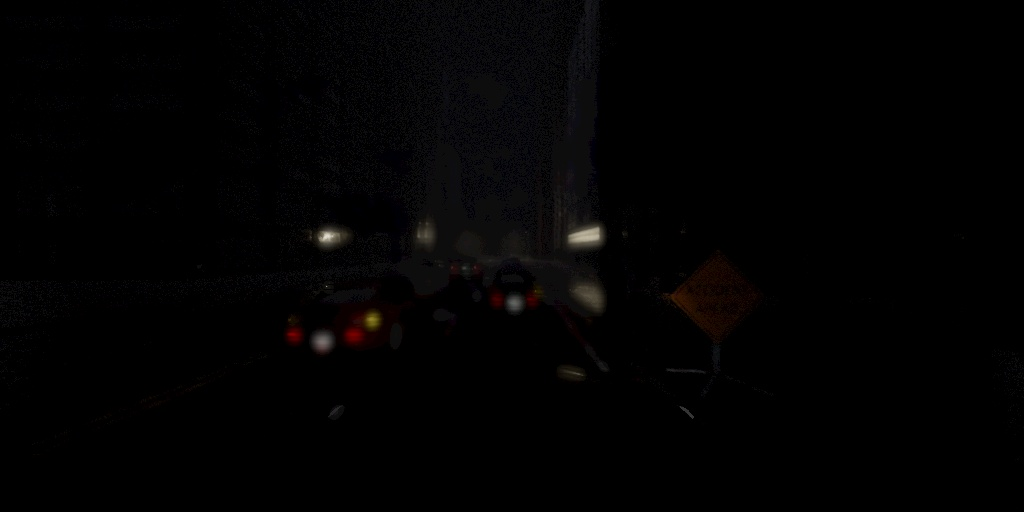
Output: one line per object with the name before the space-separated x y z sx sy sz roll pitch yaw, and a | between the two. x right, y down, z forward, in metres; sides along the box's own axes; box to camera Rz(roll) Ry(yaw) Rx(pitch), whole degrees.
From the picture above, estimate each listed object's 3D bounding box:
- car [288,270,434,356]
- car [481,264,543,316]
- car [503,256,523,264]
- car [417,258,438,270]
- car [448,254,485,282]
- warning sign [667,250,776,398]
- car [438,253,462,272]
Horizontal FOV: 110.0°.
car | -3.178 1.227 8.335 1.812 1.442 4.674 0 1 0
car | 0.084 1.195 12.853 1.812 1.442 4.674 0 0 0
car | 0.085 1.035 28.849 1.882 1.535 5.008 0 0 0
car | -9.842 0.964 42.564 1.837 1.490 4.892 0 1 0
car | -3.169 0.923 26.897 2.097 1.767 4.553 0 0 0
warning sign | 2.849 0.841 5.014 1.300 1.860 1.060 0 0 0
car | -6.598 0.690 41.397 2.150 2.045 5.566 0 0 0
